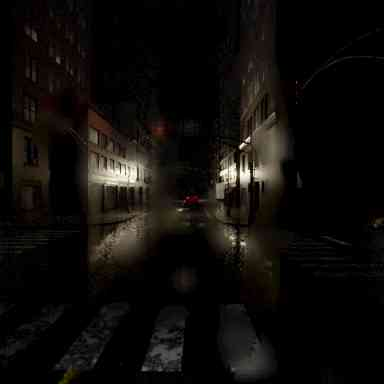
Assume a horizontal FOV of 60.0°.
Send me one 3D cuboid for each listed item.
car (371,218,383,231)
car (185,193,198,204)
[{"bbox_3d":[12.380,1.514,18.047,4.829,1.417,1.752,0,0,0],"label":"car"},{"bbox_3d":[-0.045,1.184,60.453,2.150,2.045,5.566,0,0,0],"label":"car"}]
